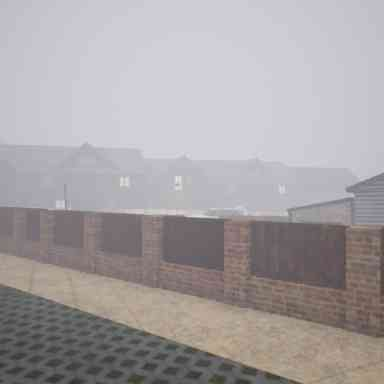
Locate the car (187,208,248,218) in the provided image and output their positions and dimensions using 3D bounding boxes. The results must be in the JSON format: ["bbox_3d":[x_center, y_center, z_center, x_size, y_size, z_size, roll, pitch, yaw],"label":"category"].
[{"bbox_3d":[2.094,2.303,27.203,5.566,2.045,2.150,2,-2,-22],"label":"car"}]
